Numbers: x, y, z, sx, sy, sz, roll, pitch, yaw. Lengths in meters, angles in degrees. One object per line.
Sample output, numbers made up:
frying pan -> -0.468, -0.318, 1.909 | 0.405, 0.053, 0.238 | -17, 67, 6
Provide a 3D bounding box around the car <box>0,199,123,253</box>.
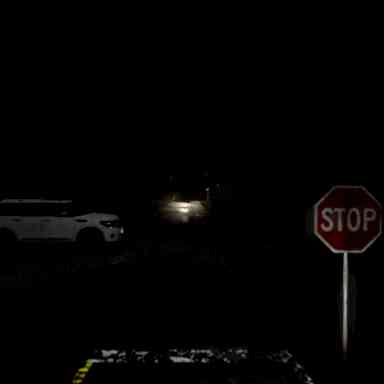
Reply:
car -> -5.704, 1.303, 13.731 | 5.566, 2.045, 2.150 | 0, 0, -3
